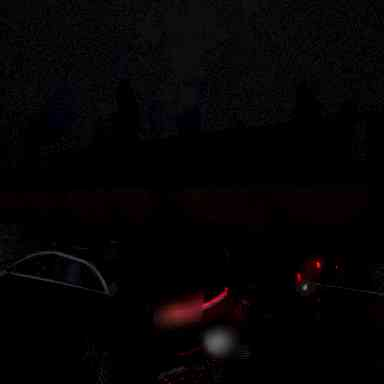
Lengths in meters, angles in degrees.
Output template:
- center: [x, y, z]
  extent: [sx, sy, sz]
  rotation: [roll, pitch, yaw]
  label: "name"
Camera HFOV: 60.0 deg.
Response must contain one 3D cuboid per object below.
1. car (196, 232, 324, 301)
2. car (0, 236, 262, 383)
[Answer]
- center: [0.480, 1.620, 7.970]
  extent: [4.718, 1.301, 1.895]
  rotation: [0, 0, 36]
  label: "car"
- center: [-1.676, 1.511, 5.210]
  extent: [4.902, 1.511, 2.128]
  rotation: [0, 0, 36]
  label: "car"
